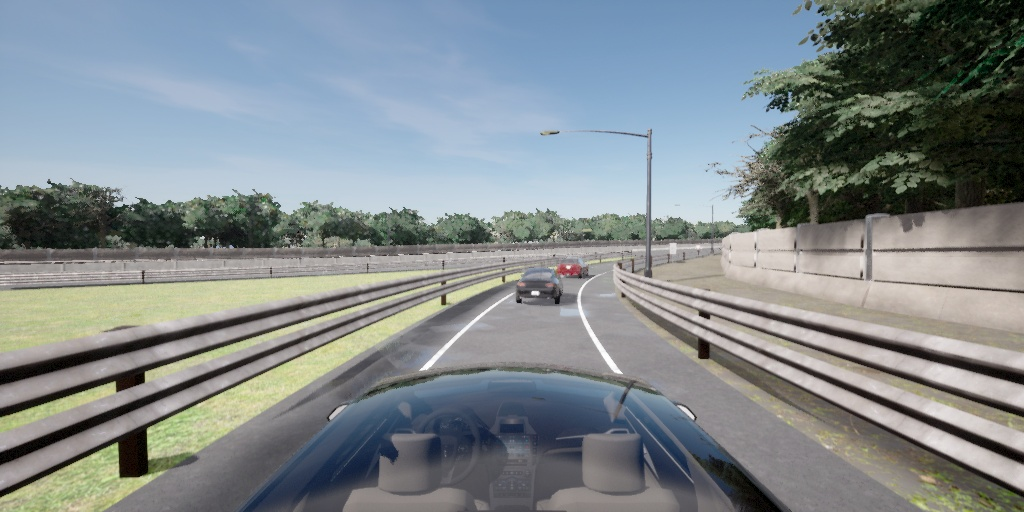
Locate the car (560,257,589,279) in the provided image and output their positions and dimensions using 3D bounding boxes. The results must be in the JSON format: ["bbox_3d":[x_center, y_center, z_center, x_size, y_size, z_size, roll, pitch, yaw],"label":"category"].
[{"bbox_3d":[5.190,0.898,30.222,2.097,1.767,4.553,1,1,20],"label":"car"}]

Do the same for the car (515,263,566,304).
[{"bbox_3d":[1.311,1.252,16.107,1.812,1.442,4.674,0,0,10],"label":"car"}]
